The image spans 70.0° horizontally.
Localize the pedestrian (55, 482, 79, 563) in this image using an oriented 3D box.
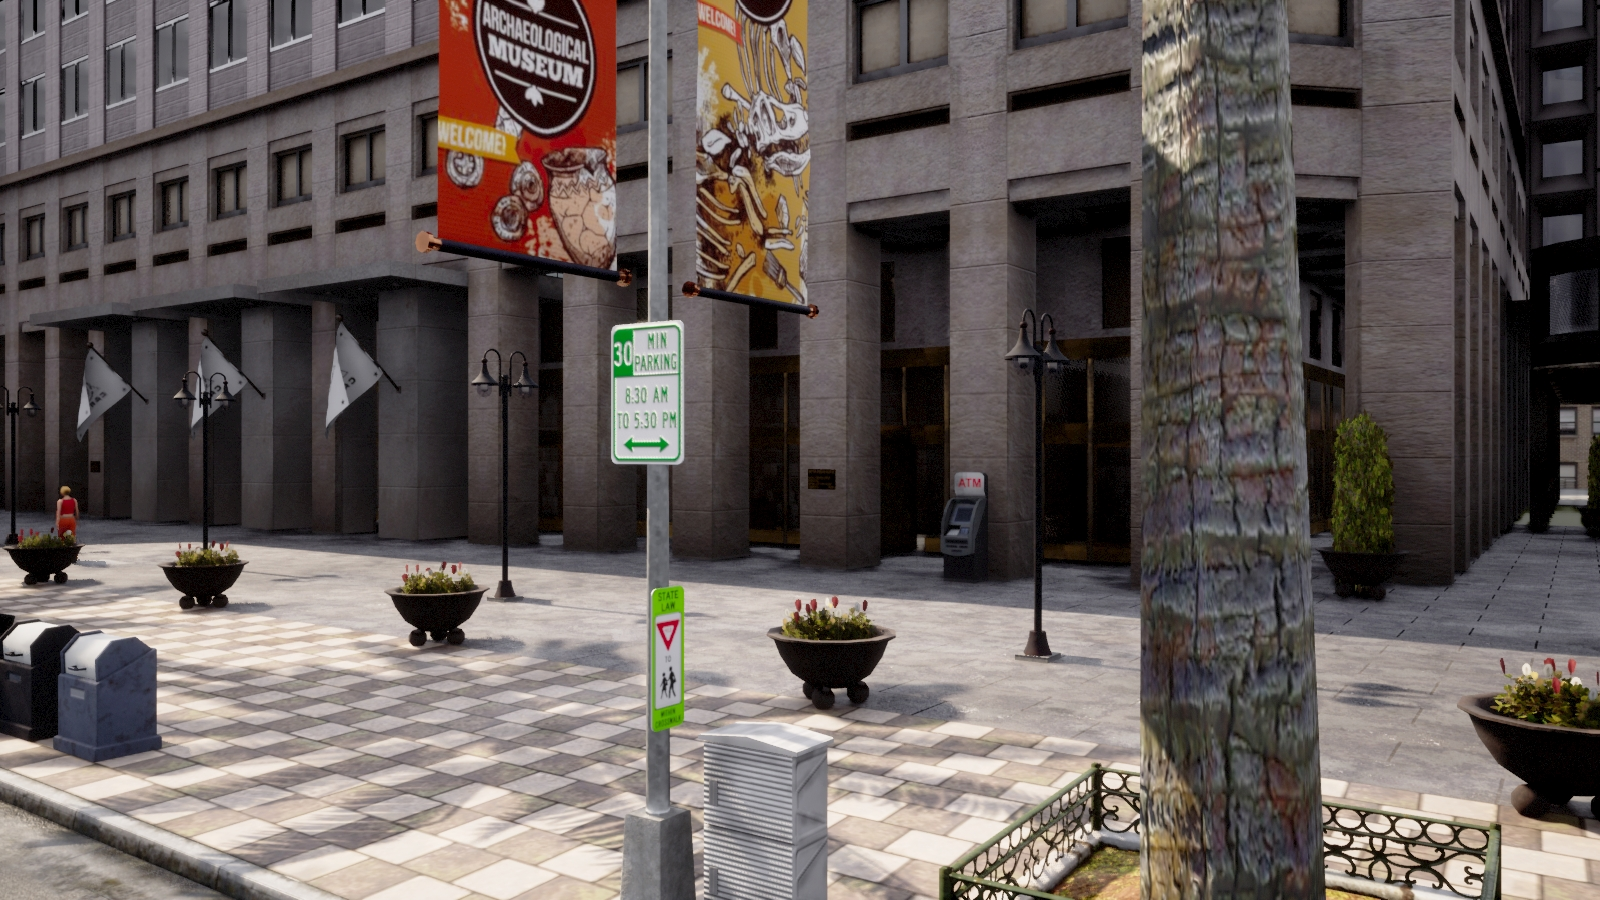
[{"bbox_3d":[-17.319,1.704,26.982,0.375,1.860,0.375,0,0,38],"label":"pedestrian"}]
